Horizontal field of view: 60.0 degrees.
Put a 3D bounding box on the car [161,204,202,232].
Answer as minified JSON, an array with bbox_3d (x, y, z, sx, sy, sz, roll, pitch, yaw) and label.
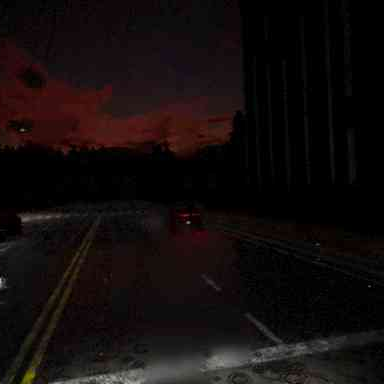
[{"bbox_3d":[-0.774,1.494,20.550,2.128,1.511,4.902,-2,0,-14],"label":"car"}]

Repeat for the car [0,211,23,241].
[{"bbox_3d":[-11.363,1.917,19.342,1.882,1.535,5.008,-2,0,-14],"label":"car"}]
